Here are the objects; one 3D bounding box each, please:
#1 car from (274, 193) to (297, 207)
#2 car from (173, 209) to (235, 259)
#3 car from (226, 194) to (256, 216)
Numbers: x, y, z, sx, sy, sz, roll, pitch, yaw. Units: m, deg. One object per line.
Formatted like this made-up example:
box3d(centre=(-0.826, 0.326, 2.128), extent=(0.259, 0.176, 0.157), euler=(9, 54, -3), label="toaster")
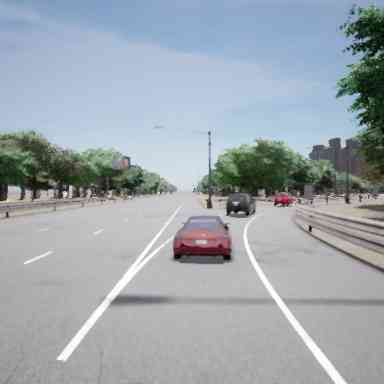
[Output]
box3d(centre=(14.668, 1.207, 52.091), extent=(2.150, 2.045, 5.566), euler=(0, 0, 34), label="car")
box3d(centre=(0.500, 1.564, 12.591), extent=(1.994, 1.385, 4.181), euler=(0, 0, 6), label="car")
box3d(centre=(4.876, 1.213, 32.641), extent=(2.150, 2.045, 5.566), euler=(0, 0, 20), label="car")
